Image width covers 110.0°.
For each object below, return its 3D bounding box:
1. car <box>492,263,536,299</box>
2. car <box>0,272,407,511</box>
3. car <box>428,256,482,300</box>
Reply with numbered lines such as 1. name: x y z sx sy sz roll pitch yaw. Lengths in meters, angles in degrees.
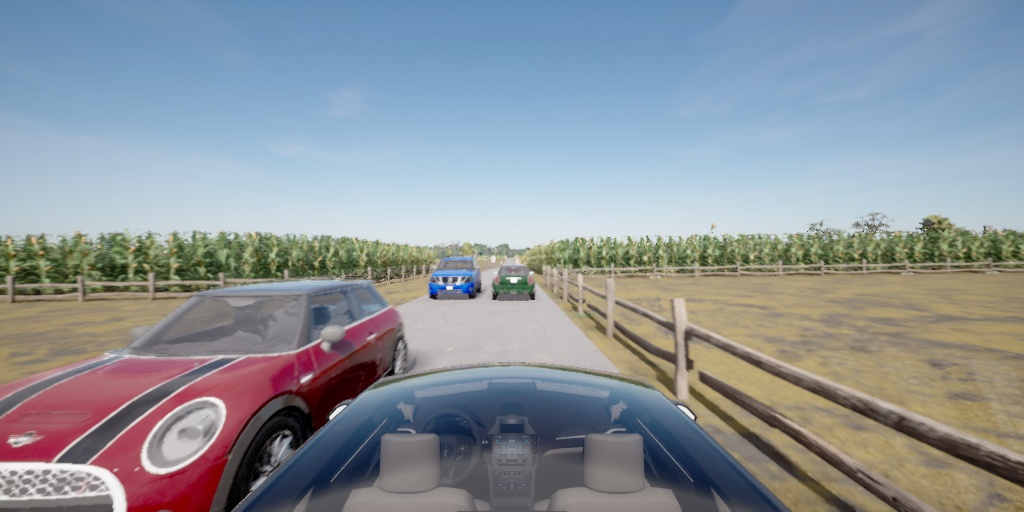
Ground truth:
1. car: 0.086 1.185 18.755 2.097 1.767 4.553 0 0 0
2. car: -2.813 1.110 4.125 2.097 1.767 4.553 0 0 0
3. car: -2.815 1.050 18.871 2.150 2.045 5.566 0 0 0
